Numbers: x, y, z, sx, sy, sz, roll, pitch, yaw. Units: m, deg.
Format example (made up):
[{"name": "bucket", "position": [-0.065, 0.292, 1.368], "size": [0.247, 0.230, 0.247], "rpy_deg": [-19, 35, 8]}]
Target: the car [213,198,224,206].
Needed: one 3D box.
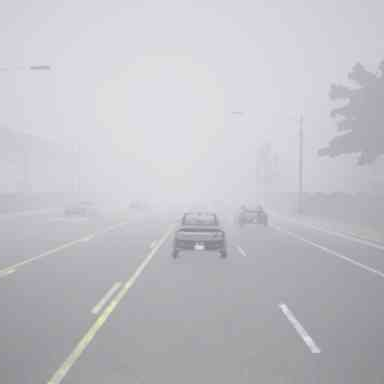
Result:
[{"name": "car", "position": [4.667, 1.744, 58.314], "size": [2.033, 1.411, 5.357], "rpy_deg": [1, 0, 1]}]

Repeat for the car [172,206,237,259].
[{"name": "car", "position": [0.290, 1.530, 12.854], "size": [2.128, 1.511, 4.902], "rpy_deg": [1, 0, 1]}]

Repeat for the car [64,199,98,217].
[{"name": "car", "position": [-10.058, 1.463, 30.505], "size": [1.837, 1.490, 4.892], "rpy_deg": [1, -1, 1]}]

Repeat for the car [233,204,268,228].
[{"name": "car", "position": [3.988, 1.597, 23.099], "size": [2.128, 1.511, 4.902], "rpy_deg": [1, 0, 1]}]

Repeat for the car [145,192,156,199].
[{"name": "car", "position": [-9.144, 0.907, 72.881], "size": [2.150, 2.045, 5.566], "rpy_deg": [1, 0, 1]}]

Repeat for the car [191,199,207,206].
[{"name": "car", "position": [0.902, 1.646, 44.644], "size": [1.812, 1.442, 4.674], "rpy_deg": [1, 0, 1]}]

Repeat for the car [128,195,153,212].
[{"name": "car", "position": [-6.351, 1.501, 40.149], "size": [1.882, 1.535, 5.008], "rpy_deg": [1, -1, 1]}]
